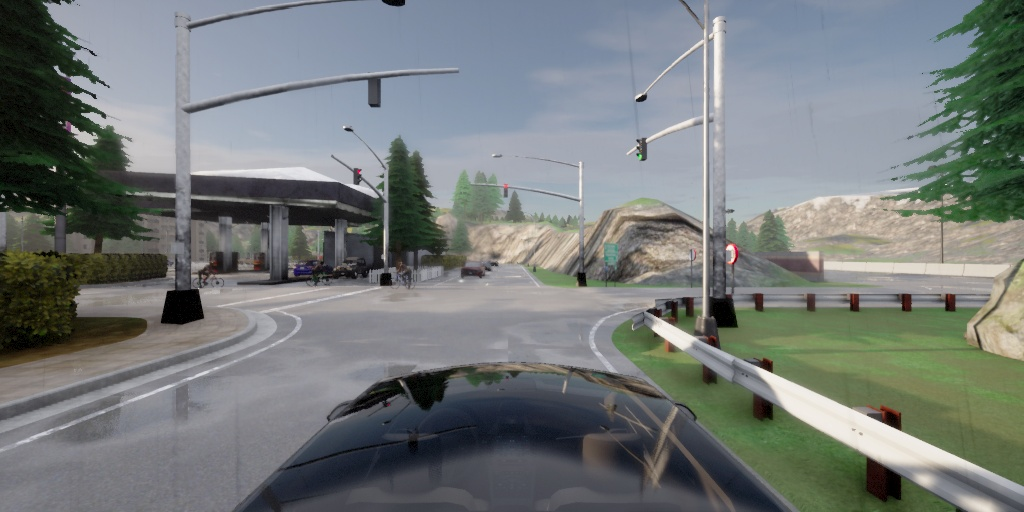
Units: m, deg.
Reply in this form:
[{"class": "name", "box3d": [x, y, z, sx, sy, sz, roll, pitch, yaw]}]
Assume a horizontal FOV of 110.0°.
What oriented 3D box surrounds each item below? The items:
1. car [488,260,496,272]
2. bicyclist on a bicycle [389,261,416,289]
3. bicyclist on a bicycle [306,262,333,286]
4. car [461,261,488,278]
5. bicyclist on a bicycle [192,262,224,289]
[{"class": "car", "box3d": [-3.565, 1.297, 45.572, 2.033, 1.411, 5.357, 0, 0, 0]}, {"class": "bicyclist on a bicycle", "box3d": [-6.289, 1.115, 20.588, 1.656, 1.620, 0.582, 0, -1, 12]}, {"class": "bicyclist on a bicycle", "box3d": [-13.084, 1.203, 24.373, 1.656, 1.620, 0.582, 0, 0, -40]}, {"class": "car", "box3d": [-3.576, 1.228, 33.469, 1.882, 1.535, 5.008, 0, 0, 0]}, {"class": "bicyclist on a bicycle", "box3d": [-18.539, 1.190, 21.907, 1.656, 1.620, 0.582, 0, -1, -15]}]
